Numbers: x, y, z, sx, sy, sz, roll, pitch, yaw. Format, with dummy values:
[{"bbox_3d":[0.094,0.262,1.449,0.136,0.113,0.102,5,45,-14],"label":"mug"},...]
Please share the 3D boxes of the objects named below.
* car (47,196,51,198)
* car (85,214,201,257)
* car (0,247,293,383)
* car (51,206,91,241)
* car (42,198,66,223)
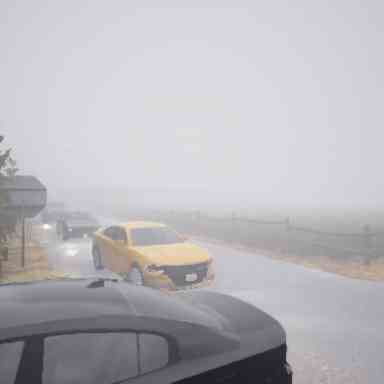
[{"bbox_3d":[-34.323,1.968,78.292,2.150,2.045,5.566,1,-1,-28],"label":"car"},{"bbox_3d":[-1.331,1.592,9.337,1.882,1.535,5.008,1,-1,-32],"label":"car"},{"bbox_3d":[-1.538,1.512,2.442,5.008,1.535,1.882,0,-1,-28],"label":"car"},{"bbox_3d":[-6.373,1.754,18.485,2.033,1.411,5.357,1,-1,-27],"label":"car"},{"bbox_3d":[-11.763,1.634,28.778,2.097,1.767,4.553,1,-1,-27],"label":"car"}]
